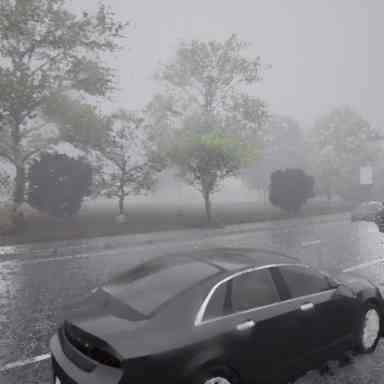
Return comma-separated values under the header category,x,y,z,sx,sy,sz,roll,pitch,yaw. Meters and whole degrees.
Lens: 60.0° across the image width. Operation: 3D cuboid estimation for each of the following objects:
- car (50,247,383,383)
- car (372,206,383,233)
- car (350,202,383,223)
category,x,y,z,sx,sy,sz,roll,pitch,yaw
car,0.754,1.514,4.460,4.892,1.490,1.837,0,0,-37
car,12.204,1.621,18.858,4.718,1.301,1.895,0,0,-43
car,13.501,1.532,24.884,4.892,1.490,1.837,0,0,-44
